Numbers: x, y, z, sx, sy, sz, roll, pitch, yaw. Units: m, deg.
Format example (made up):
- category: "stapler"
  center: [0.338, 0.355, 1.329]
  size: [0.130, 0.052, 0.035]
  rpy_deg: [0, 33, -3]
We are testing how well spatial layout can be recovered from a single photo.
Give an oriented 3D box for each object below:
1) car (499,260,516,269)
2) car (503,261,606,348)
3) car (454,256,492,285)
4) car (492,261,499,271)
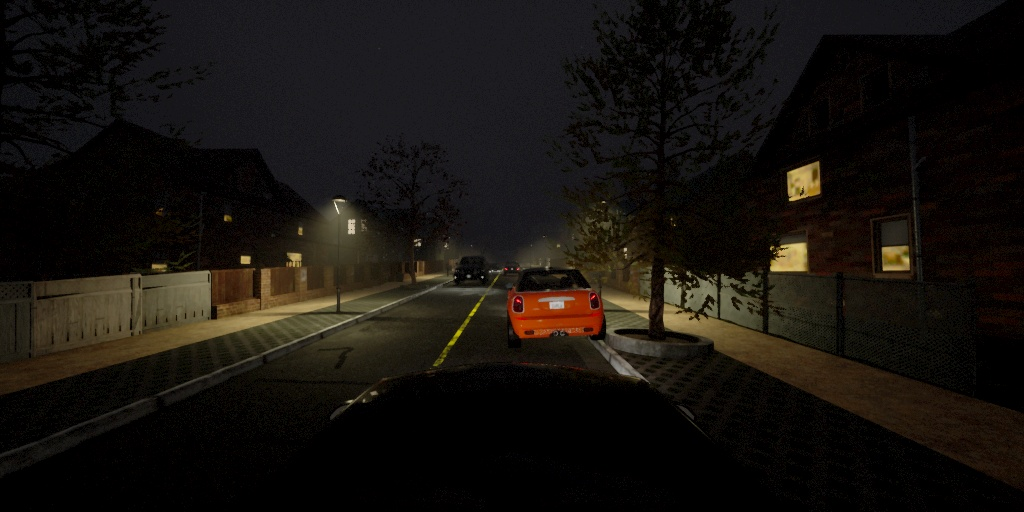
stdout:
- category: "car"
  center: [0.023, 1.359, 38.220]
  size: [2.033, 1.411, 5.357]
  rpy_deg: [0, 0, 0]
- category: "car"
  center: [0.911, 1.060, 9.443]
  size: [2.097, 1.767, 4.553]
  rpy_deg: [-3, -1, 0]
- category: "car"
  center: [-2.887, 1.008, 26.683]
  size: [2.150, 2.045, 5.566]
  rpy_deg: [0, 0, 0]
- category: "car"
  center: [-2.825, 1.414, 51.927]
  size: [1.994, 1.385, 4.181]
  rpy_deg: [0, 0, 0]
